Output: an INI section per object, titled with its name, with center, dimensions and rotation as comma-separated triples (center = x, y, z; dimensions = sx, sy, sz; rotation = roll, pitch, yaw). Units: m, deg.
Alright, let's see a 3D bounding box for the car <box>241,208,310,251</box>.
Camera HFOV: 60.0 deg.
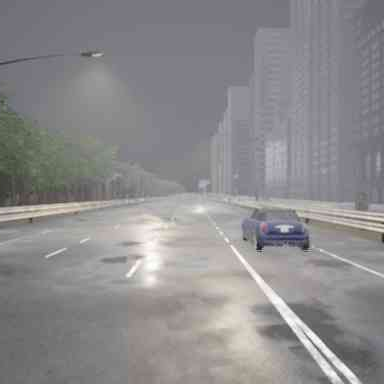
[car]
center = 3.515, 1.476, 14.803
dimensions = 2.097, 1.767, 4.553
rotation = 0, 0, -1
